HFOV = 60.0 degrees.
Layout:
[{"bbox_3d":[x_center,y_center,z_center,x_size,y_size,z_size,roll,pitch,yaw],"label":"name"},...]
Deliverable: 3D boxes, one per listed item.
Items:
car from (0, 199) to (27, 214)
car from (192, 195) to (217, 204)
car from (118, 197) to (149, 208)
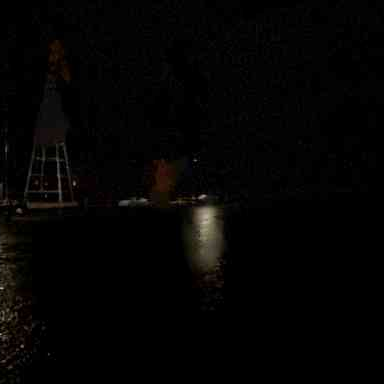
[{"bbox_3d":[-18.489,1.455,32.004,1.837,1.490,4.892,1,1,37],"label":"car"},{"bbox_3d":[2.256,1.185,58.619,2.033,1.411,5.357,1,1,38],"label":"car"},{"bbox_3d":[-7.974,1.418,45.717,1.812,1.442,4.674,1,1,38],"label":"car"}]
